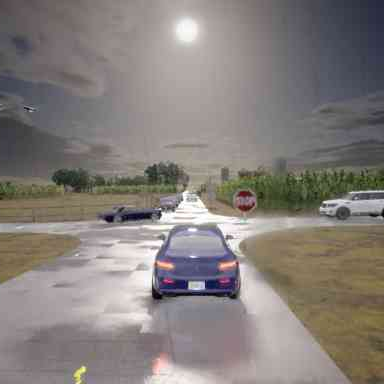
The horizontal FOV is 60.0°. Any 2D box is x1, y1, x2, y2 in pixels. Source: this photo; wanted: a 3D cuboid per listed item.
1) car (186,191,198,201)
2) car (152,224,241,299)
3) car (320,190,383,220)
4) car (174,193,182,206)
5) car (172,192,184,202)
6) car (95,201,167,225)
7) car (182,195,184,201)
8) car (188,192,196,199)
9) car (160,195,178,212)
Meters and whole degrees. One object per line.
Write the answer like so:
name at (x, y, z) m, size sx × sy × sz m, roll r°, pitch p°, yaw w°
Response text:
car at (-0.030, 0.813, 69.038) m, size 2.150 × 2.045 × 5.566 m, roll 0°, pitch 1°, yaw 0°
car at (0.089, 1.525, 8.308) m, size 1.812 × 1.442 × 4.674 m, roll 0°, pitch 0°, yaw 0°
car at (12.447, 0.933, 24.651) m, size 5.566 × 2.045 × 2.150 m, roll -1°, pitch 0°, yaw 0°
car at (-2.862, 1.285, 46.971) m, size 1.882 × 1.535 × 5.008 m, roll 0°, pitch 0°, yaw 0°
car at (-2.802, 0.967, 67.115) m, size 2.097 × 1.767 × 4.553 m, roll 0°, pitch 1°, yaw 0°
car at (-4.550, 1.633, 24.604) m, size 4.718 × 1.301 × 1.895 m, roll -1°, pitch 0°, yaw -35°
car at (-2.850, 1.321, 56.992) m, size 1.895 × 1.301 × 4.718 m, roll 0°, pitch 1°, yaw 0°
car at (-0.034, 0.818, 79.429) m, size 1.812 × 1.442 × 4.674 m, roll 0°, pitch 1°, yaw 0°
car at (-2.807, 1.386, 37.147) m, size 1.837 × 1.490 × 4.892 m, roll 0°, pitch 0°, yaw -2°
